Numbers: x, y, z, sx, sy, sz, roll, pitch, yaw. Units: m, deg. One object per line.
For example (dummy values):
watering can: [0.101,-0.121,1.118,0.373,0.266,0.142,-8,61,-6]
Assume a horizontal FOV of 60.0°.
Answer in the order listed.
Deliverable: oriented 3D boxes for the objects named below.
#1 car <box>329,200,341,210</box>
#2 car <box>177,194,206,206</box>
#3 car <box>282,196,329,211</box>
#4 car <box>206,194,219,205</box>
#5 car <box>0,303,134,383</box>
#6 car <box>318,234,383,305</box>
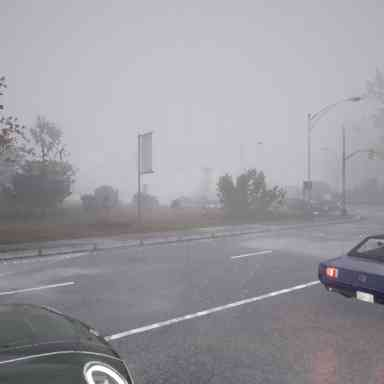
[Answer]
car: [14.419,1.247,37.937,2.128,1.511,4.902,-1,0,-39]
car: [-0.568,1.300,51.089,1.837,1.490,4.892,-1,0,-39]
car: [11.698,1.291,35.704,1.837,1.490,4.892,-1,0,-38]
car: [2.308,1.117,53.095,2.097,1.767,4.553,-1,0,-39]
car: [-2.567,1.352,1.893,4.553,1.767,2.097,0,0,-36]
car: [4.906,1.573,7.230,4.718,1.301,1.895,0,0,-35]
